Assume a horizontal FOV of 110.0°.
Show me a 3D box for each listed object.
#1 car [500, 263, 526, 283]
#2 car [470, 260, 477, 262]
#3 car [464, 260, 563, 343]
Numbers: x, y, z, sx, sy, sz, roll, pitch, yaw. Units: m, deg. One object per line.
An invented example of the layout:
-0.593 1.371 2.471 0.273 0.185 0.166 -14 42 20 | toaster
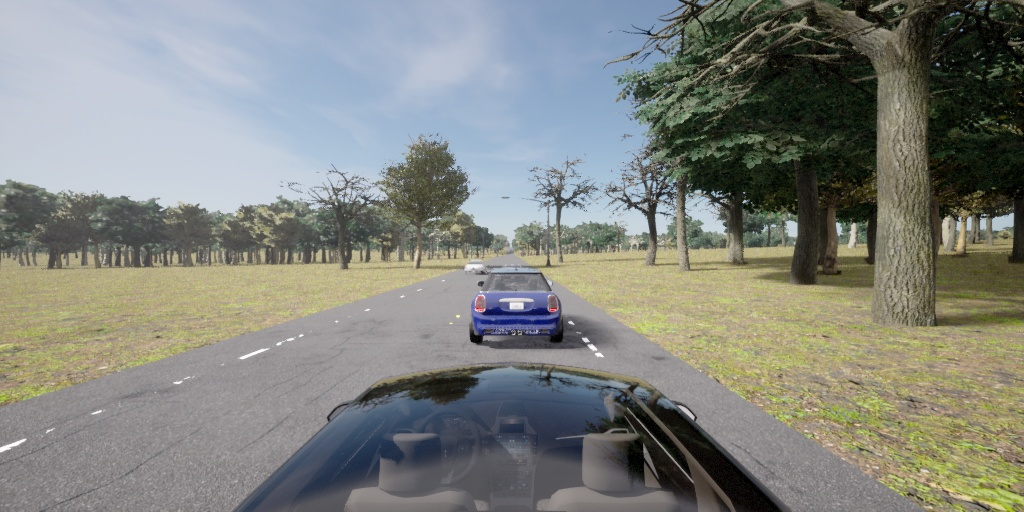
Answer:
0.068 1.256 27.922 1.895 1.301 4.718 0 0 0 | car
-3.643 1.133 36.325 1.812 1.442 4.674 0 0 0 | car
0.088 1.085 9.819 2.097 1.767 4.553 0 0 0 | car
